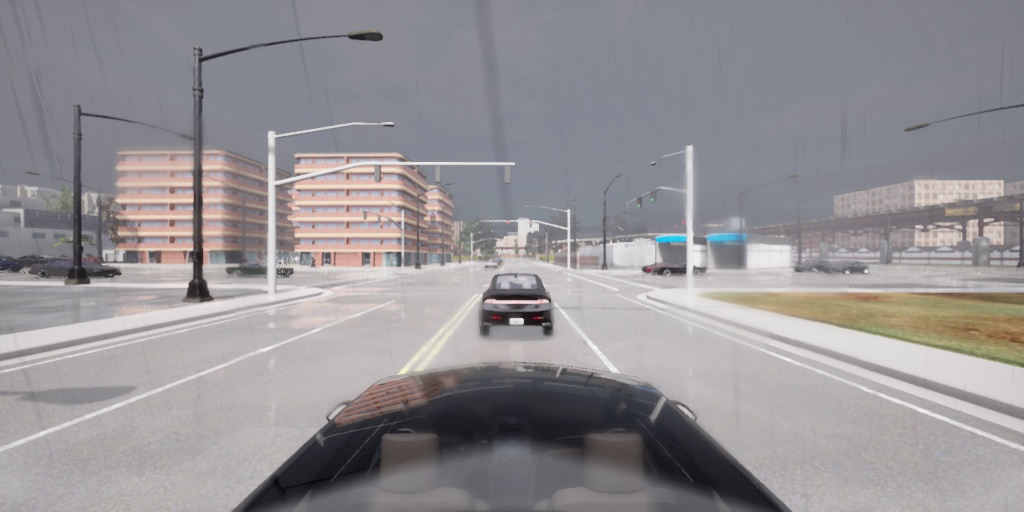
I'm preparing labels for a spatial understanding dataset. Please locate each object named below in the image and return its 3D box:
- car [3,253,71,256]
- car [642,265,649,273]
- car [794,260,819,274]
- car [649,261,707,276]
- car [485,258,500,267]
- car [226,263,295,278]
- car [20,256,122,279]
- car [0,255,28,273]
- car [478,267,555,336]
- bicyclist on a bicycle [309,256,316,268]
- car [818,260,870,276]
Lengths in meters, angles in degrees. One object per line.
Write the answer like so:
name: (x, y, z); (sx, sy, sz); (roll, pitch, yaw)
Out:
car: (-50.395, 0.603, 37.890); (4.892, 1.490, 1.837); (1, 0, 2)
car: (16.456, 1.287, 39.209); (4.181, 1.385, 1.994); (0, 0, 1)
car: (34.631, 1.227, 40.985); (4.892, 1.490, 1.837); (0, 1, -19)
car: (16.619, 1.327, 35.681); (4.718, 1.301, 1.895); (0, 0, 0)
car: (-3.336, 1.311, 57.607); (1.895, 1.301, 4.718); (0, 0, 0)
car: (-20.933, 1.195, 30.022); (4.718, 1.301, 1.895); (1, 0, 1)
car: (-32.602, 0.972, 26.808); (5.357, 1.411, 2.033); (1, 0, 2)
car: (-44.999, 0.803, 30.627); (4.718, 1.301, 1.895); (1, 0, 2)
car: (0.117, 1.235, 10.365); (2.128, 1.511, 4.902); (0, 0, 0)
bicyclist on a bicycle: (-25.949, 0.813, 46.637); (0.582, 1.620, 1.656); (1, 0, 1)
car: (34.973, 1.228, 37.446); (4.892, 1.490, 1.837); (0, 1, -17)
